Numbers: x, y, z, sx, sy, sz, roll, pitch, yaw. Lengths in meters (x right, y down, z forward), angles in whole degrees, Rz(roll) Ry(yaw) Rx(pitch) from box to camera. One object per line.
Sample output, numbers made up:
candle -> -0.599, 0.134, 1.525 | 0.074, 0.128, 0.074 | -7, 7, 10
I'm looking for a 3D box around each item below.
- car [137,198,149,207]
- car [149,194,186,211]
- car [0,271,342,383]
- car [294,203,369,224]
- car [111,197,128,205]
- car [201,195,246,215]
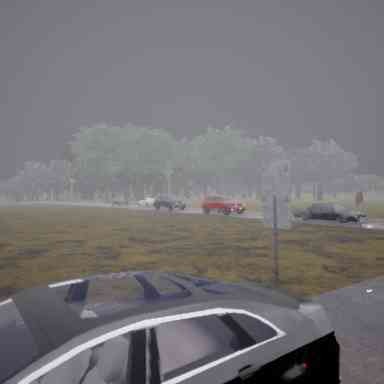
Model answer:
car -> -7.478, 1.688, 55.562 | 1.812, 1.442, 4.674 | -2, 1, -36
car -> -3.072, 1.363, 44.412 | 2.150, 2.045, 5.566 | -2, 1, -36
car -> -0.873, 1.491, 2.443 | 4.902, 1.511, 2.128 | 0, 0, -36
car -> 10.512, 1.604, 25.617 | 2.033, 1.411, 5.357 | -2, 1, -36
car -> -14.087, 1.776, 64.714 | 2.128, 1.511, 4.902 | -2, 0, -36
car -> 3.263, 1.305, 35.628 | 2.150, 2.045, 5.566 | -2, 1, -35
